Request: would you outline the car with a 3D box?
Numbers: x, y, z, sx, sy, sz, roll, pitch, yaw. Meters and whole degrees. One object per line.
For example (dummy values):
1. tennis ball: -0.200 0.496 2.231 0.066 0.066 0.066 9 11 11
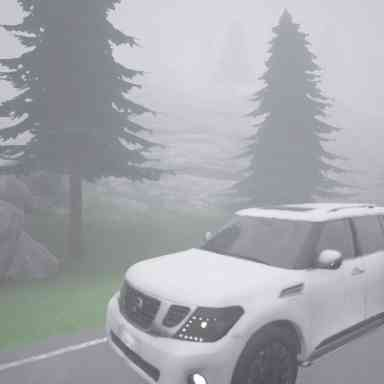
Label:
1. car: 1.576 1.221 5.123 5.566 2.045 2.150 0 0 -36
